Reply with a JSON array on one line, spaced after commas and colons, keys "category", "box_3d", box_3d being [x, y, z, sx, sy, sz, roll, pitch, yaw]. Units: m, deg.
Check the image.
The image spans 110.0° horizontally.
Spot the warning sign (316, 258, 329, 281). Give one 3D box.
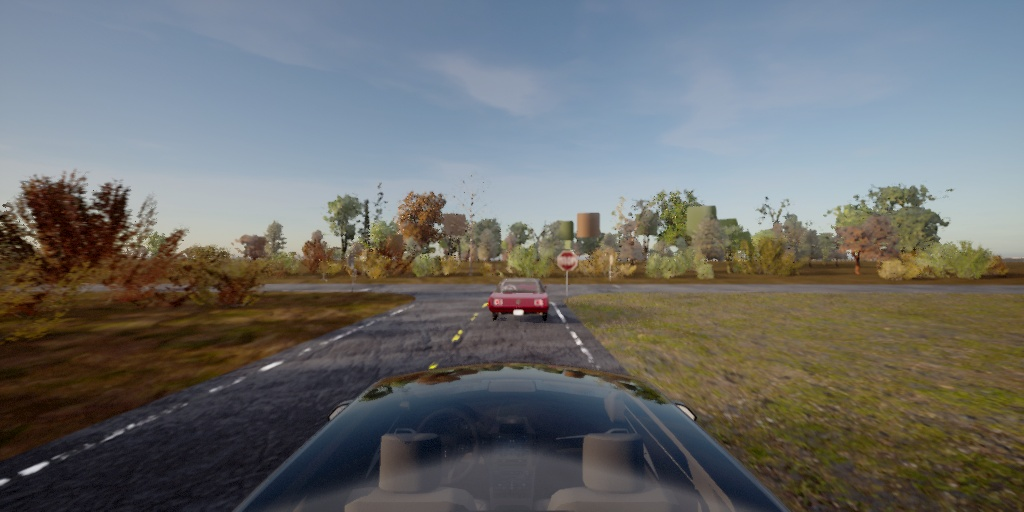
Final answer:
[{"category": "warning sign", "box_3d": [-15.498, 1.118, 29.538, 1.060, 1.860, 1.300, 0, 0, 2]}]

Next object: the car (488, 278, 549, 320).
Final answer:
[{"category": "car", "box_3d": [0.345, 1.448, 13.062, 1.895, 1.301, 4.718, 0, 0, 4]}]
